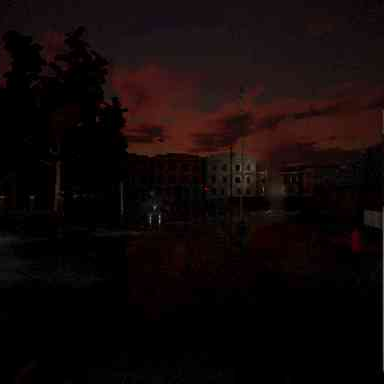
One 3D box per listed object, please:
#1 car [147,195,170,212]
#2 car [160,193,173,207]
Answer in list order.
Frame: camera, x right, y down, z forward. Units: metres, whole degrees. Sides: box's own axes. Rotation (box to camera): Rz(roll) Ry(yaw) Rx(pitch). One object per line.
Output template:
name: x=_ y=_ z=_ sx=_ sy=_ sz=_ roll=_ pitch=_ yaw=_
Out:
car: x=-4.142 y=1.492 z=39.507 sx=2.128 sy=1.511 sz=4.902 roll=0 pitch=0 yaw=0
car: x=-4.115 y=1.224 z=51.780 sx=2.150 sy=2.045 sz=5.566 roll=0 pitch=0 yaw=0
